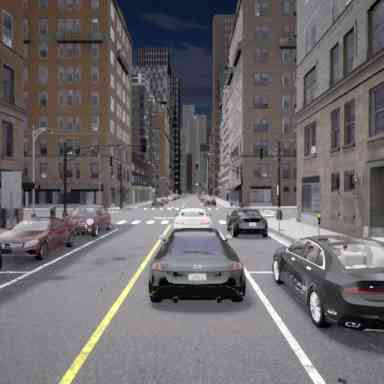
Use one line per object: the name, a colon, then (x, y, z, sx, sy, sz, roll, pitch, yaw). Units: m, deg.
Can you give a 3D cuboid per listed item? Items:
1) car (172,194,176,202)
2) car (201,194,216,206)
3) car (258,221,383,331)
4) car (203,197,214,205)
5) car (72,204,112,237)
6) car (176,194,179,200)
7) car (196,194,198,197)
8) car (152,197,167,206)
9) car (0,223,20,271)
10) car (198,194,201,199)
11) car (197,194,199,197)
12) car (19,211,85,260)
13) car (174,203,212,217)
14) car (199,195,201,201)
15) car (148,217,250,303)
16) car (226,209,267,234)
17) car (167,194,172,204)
car: (-5.505, 1.620, 81.773, 1.752, 1.417, 4.829, 0, 0, 0)
car: (2.944, 1.472, 54.879, 1.967, 1.590, 4.097, 0, 0, 0)
car: (2.862, 1.550, 6.786, 2.008, 1.369, 4.403, 0, 0, 0)
car: (2.960, 1.566, 60.458, 1.752, 1.417, 4.829, 0, 0, 0)
car: (-5.652, 1.439, 17.797, 1.967, 1.590, 4.097, 0, 0, 0)
car: (-5.475, 1.450, 92.760, 2.192, 1.841, 5.009, 0, 0, 0)
car: (3.050, 1.450, 92.742, 2.192, 1.841, 5.009, 0, 0, 0)
car: (-5.580, 1.614, 54.900, 1.802, 1.307, 4.206, 0, 0, 0)
car: (-5.663, 1.565, 6.794, 1.947, 1.339, 4.313, 0, 0, 0)
car: (3.005, 1.518, 76.514, 1.967, 1.590, 4.097, 0, 0, 0)
car: (3.035, 1.554, 87.332, 1.967, 1.590, 4.097, 0, 0, 0)
car: (-5.658, 1.581, 12.296, 1.802, 1.307, 4.206, 0, 0, 0)
car: (0.052, 1.525, 17.011, 1.812, 1.442, 4.674, 0, 0, 1)
car: (2.976, 1.602, 65.696, 2.008, 1.369, 4.403, 0, 0, 0)
car: (0.091, 1.563, 8.252, 1.994, 1.385, 4.181, 0, 0, 0)
car: (2.873, 1.565, 17.788, 1.947, 1.339, 4.313, 0, 0, 0)
car: (-5.549, 1.602, 65.717, 2.008, 1.369, 4.403, 0, 0, 0)
